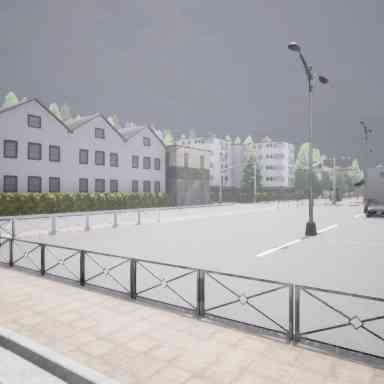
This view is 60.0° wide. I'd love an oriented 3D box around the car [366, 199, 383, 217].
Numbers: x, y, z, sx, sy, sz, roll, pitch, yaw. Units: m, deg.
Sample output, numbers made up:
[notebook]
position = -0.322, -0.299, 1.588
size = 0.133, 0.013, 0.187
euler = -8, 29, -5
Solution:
[car]
position = 15.349, 1.298, 26.857
size = 2.007, 1.523, 4.514
euler = 0, 0, 35
